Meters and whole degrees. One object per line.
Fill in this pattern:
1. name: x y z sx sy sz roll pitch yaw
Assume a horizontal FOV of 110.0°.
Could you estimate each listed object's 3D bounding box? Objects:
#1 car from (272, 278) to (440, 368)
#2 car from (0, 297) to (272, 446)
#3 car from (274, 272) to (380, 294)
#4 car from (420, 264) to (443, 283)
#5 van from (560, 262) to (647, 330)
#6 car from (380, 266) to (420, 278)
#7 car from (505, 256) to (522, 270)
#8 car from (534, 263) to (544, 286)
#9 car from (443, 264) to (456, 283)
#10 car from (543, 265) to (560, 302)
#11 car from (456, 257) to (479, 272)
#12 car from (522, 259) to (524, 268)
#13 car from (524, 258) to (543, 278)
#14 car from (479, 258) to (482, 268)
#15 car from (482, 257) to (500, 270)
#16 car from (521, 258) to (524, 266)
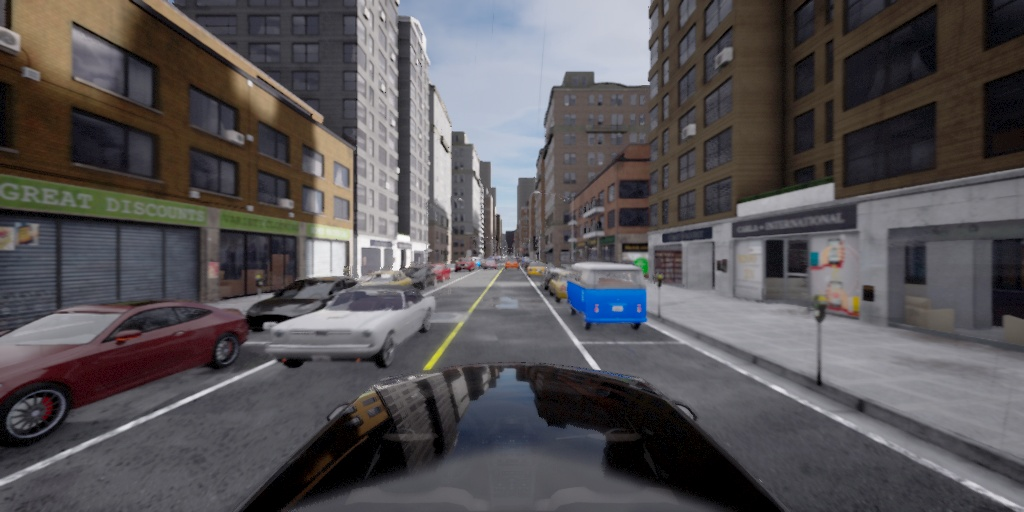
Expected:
1. car: -3.091 1.351 8.014 1.895 1.301 4.718 0 0 0
2. car: -5.857 1.332 5.215 1.802 1.307 4.207 0 0 0
3. car: -5.857 1.316 10.884 1.948 1.339 4.313 0 0 0
4. car: -5.856 1.315 22.220 1.948 1.339 4.313 0 0 0
5. van: 2.669 1.091 10.889 1.690 1.789 3.998 0 0 0
6. car: -5.856 1.275 16.382 1.751 1.417 4.829 0 0 0
7. car: 0.009 1.091 53.279 2.097 1.767 4.553 0 0 0
8. car: 2.670 1.300 22.228 2.007 1.370 4.403 0 0 0
9. car: -5.856 1.293 27.888 1.888 1.381 4.507 0 0 0
10. car: 2.669 1.276 16.728 1.751 1.417 4.829 0 0 0
11. car: -5.855 1.057 44.894 2.192 1.841 5.009 0 0 0
12. car: 2.671 1.309 44.905 1.948 1.339 4.313 0 0 0
13. car: 2.352 1.203 34.397 1.801 1.575 5.366 0 0 0
14. car: -5.854 1.291 50.561 2.007 1.370 4.403 0 0 0
15. car: -3.061 1.266 51.426 1.812 1.442 4.674 0 0 0
16. car: 2.671 1.307 50.574 1.948 1.339 4.313 0 0 0
